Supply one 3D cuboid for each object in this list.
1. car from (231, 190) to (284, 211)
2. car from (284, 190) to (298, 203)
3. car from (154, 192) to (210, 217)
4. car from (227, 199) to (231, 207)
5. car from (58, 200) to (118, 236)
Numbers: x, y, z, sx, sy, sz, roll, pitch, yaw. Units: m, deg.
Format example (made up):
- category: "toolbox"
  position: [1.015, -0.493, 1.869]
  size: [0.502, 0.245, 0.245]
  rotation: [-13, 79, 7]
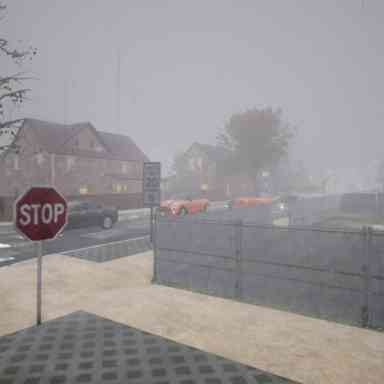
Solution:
- category: "car"
  position: [5.445, 0.719, 27.146]
  size: [2.097, 1.767, 4.553]
  rotation: [1, 2, 36]
- category: "car"
  position: [11.309, 0.483, 40.394]
  size: [2.128, 1.511, 4.902]
  rotation: [1, 2, 36]
- category: "car"
  position: [-0.617, 0.823, 23.698]
  size: [2.097, 1.767, 4.553]
  rotation: [1, 2, 35]
- category: "car"
  position: [5.213, 0.836, 31.886]
  size: [1.895, 1.301, 4.718]
  rotation: [1, 2, 35]
- category: "car"
  position: [-5.849, 1.188, 16.349]
  size: [1.837, 1.490, 4.892]
  rotation: [1, 2, 36]
